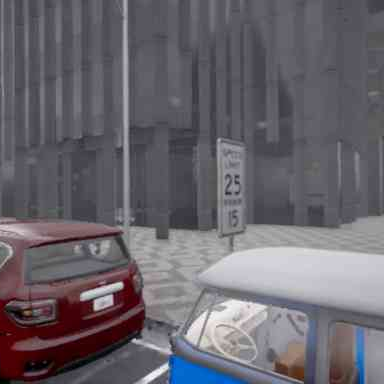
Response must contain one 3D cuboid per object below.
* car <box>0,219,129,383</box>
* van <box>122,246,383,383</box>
[{"bbox_3d":[-2.955,1.366,5.188,5.009,1.841,2.192,-1,0,35],"label":"car"},{"bbox_3d":[1.638,1.338,1.912,3.998,1.788,1.690,-1,0,35],"label":"van"}]
